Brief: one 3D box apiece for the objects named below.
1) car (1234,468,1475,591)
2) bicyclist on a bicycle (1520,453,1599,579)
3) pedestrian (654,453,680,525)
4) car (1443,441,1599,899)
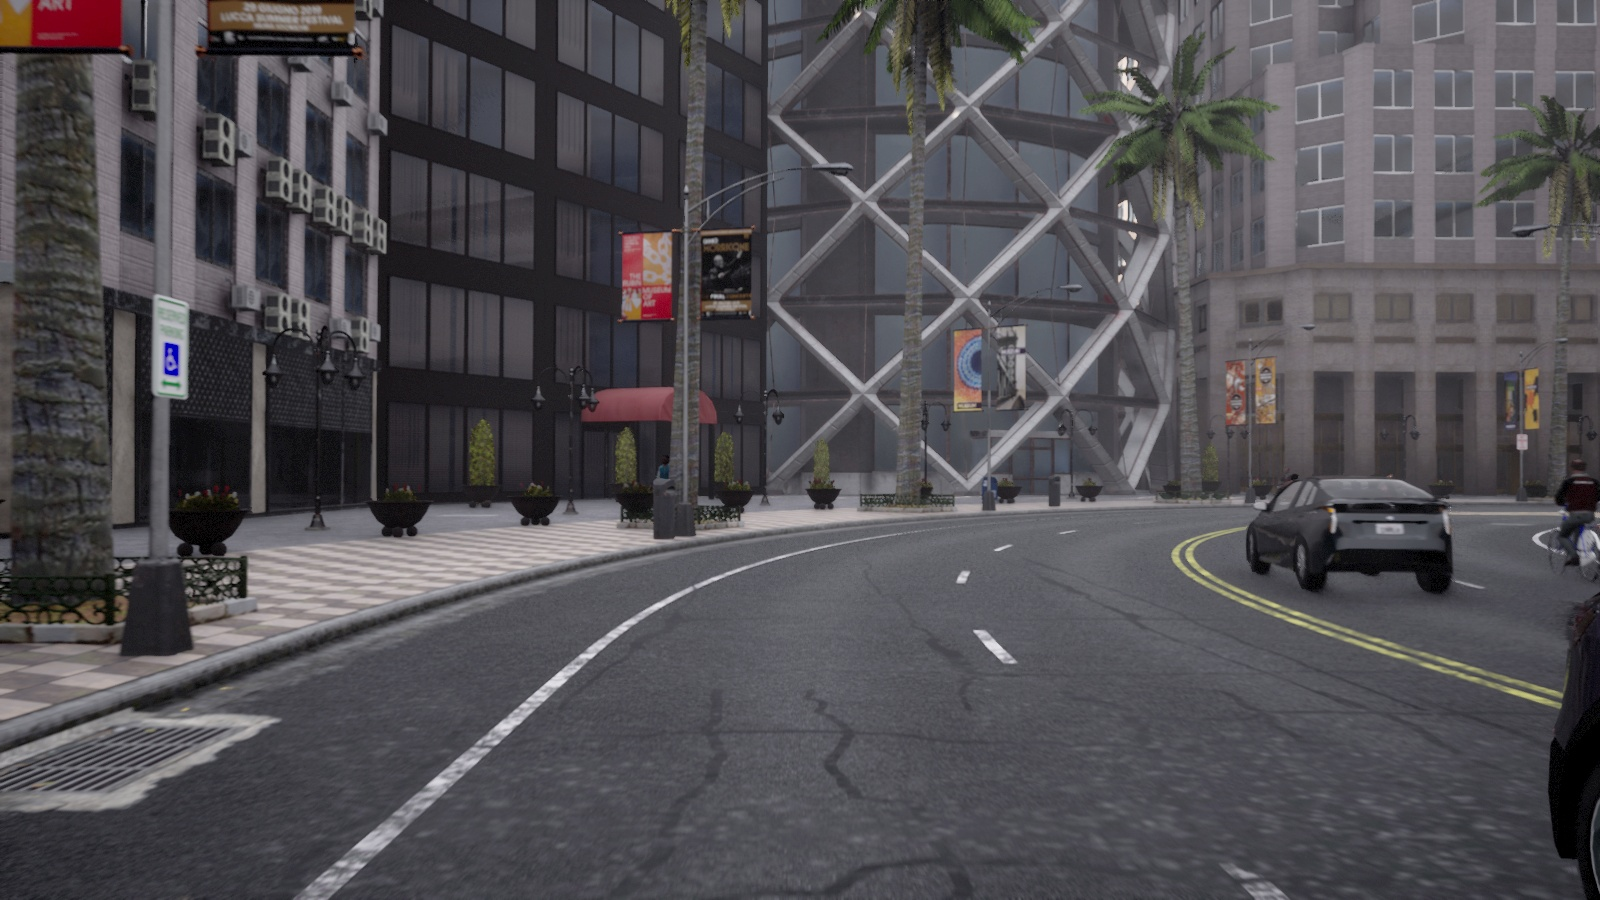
[{"bbox_3d":[7.697,1.023,17.954,2.007,1.525,4.514,0,-1,8],"label":"car"},{"bbox_3d":[11.436,0.944,18.703,0.659,1.776,1.843,0,-1,11],"label":"bicyclist on a bicycle"},{"bbox_3d":[-3.592,1.040,34.004,0.396,1.930,0.692,-1,-1,24],"label":"pedestrian"},{"bbox_3d":[3.495,0.769,2.388,2.033,1.649,4.856,0,-1,0],"label":"car"}]
